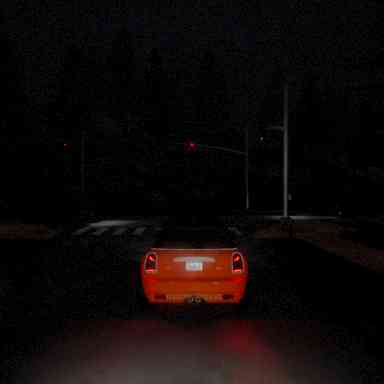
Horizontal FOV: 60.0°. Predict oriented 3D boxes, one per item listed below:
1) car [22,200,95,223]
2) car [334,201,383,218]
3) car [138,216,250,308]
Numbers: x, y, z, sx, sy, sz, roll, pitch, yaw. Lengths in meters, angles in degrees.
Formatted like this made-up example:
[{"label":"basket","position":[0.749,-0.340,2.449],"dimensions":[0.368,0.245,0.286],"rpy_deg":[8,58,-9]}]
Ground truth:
[{"label":"car","position":[-9.263,1.342,23.182],"dimensions":[4.892,1.490,1.837],"rpy_deg":[0,0,5]},{"label":"car","position":[14.337,1.438,27.330],"dimensions":[4.718,1.301,1.895],"rpy_deg":[0,0,0]},{"label":"car","position":[0.049,1.352,8.086],"dimensions":[2.097,1.767,4.553],"rpy_deg":[0,0,0]}]
